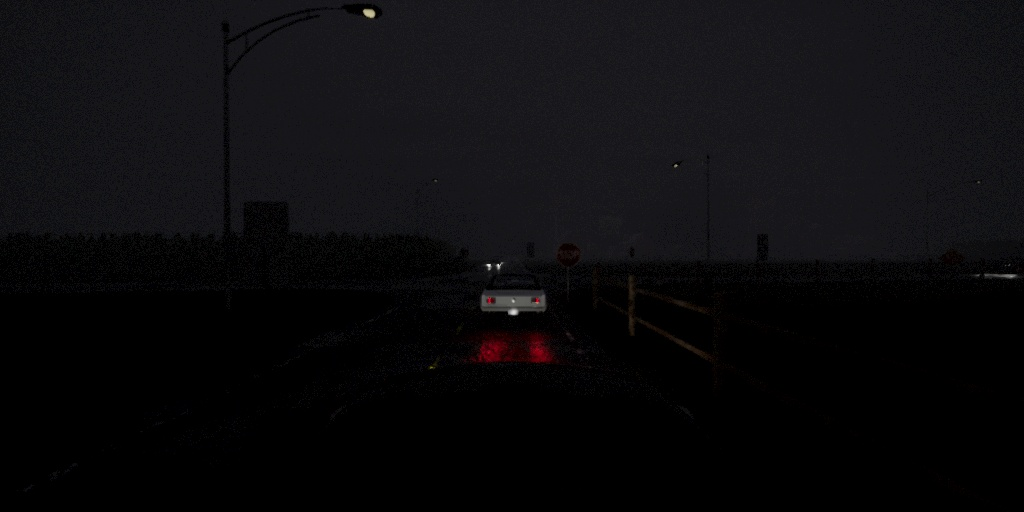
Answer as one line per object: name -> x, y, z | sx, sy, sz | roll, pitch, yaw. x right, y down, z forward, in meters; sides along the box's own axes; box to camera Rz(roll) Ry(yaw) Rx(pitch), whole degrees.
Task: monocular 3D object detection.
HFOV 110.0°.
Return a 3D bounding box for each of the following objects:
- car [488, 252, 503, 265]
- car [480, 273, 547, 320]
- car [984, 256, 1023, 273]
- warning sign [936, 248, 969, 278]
car -> -2.804, 0.607, 57.816 | 1.837, 1.490, 4.892 | 0, 1, 1
car -> 0.076, 1.222, 12.030 | 1.895, 1.301, 4.718 | 0, 1, 1
car -> 41.256, 0.703, 29.241 | 4.892, 1.490, 1.837 | 0, 0, -4
warning sign -> 28.087, 0.430, 22.861 | 1.060, 1.860, 1.300 | 0, 0, -5
